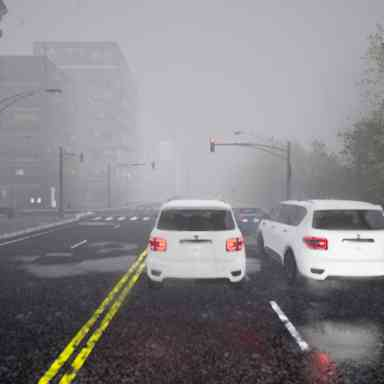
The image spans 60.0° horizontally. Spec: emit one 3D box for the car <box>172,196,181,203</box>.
[{"bbox_3d":[-3.174,1.515,69.256,1.812,1.442,4.674,0,0,0],"label":"car"}]

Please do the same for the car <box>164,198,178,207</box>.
[{"bbox_3d":[-3.280,1.586,52.778,1.895,1.301,4.718,0,0,0],"label":"car"}]

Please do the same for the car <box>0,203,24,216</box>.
[{"bbox_3d":[-20.336,1.840,34.847,4.718,1.301,1.895,-1,0,-1],"label":"car"}]

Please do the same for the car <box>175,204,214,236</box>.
[{"bbox_3d":[0.123,1.538,19.769,2.033,1.411,5.357,0,0,0],"label":"car"}]

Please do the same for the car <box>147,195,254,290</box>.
[{"bbox_3d":[0.108,1.216,9.212,2.150,2.045,5.566,0,0,1],"label":"car"}]

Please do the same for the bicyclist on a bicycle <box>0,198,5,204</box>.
[{"bbox_3d":[-24.828,1.563,43.517,0.582,1.620,1.656,-1,1,-1],"label":"bicyclist on a bicycle"}]

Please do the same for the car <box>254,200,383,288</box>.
[{"bbox_3d":[3.363,1.217,9.400,2.150,2.045,5.566,0,0,0],"label":"car"}]

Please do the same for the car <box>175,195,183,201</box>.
[{"bbox_3d":[-3.157,1.491,82.681,1.837,1.490,4.892,0,0,0],"label":"car"}]

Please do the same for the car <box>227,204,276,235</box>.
[{"bbox_3d":[3.374,1.538,19.965,2.033,1.411,5.357,0,0,0],"label":"car"}]
